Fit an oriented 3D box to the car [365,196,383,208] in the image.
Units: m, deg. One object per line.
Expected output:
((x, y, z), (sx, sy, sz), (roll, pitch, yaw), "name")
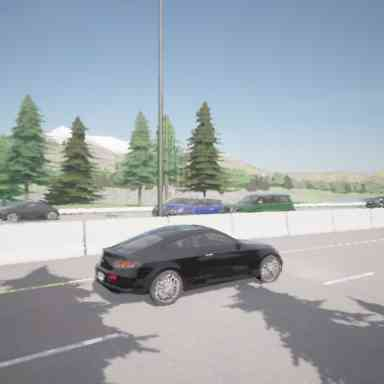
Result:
((24.981, 1.254, 43.512), (4.553, 1.767, 2.097), (0, 0, -19), "car")

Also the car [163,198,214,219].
((0.449, 1.280, 24.714), (4.553, 1.767, 2.097), (0, 0, -29), "car")

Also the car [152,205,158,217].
((-1.068, 1.269, 27.877), (4.553, 1.767, 2.097), (0, 0, -29), "car")

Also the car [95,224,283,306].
((0.103, 1.502, 7.902), (4.674, 1.442, 1.812), (0, 0, -34), "car")

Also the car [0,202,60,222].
((-12.230, 1.476, 25.102), (4.181, 1.385, 1.994), (0, 0, -33), "car")

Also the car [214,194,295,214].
((4.643, 1.159, 23.105), (5.566, 2.045, 2.150), (0, 0, -29), "car")
